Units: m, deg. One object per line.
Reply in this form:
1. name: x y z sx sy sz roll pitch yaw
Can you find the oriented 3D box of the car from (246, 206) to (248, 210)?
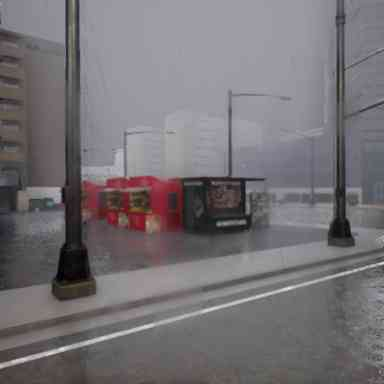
1. car: 4.745 1.702 40.259 1.994 1.385 4.181 0 -1 -36
